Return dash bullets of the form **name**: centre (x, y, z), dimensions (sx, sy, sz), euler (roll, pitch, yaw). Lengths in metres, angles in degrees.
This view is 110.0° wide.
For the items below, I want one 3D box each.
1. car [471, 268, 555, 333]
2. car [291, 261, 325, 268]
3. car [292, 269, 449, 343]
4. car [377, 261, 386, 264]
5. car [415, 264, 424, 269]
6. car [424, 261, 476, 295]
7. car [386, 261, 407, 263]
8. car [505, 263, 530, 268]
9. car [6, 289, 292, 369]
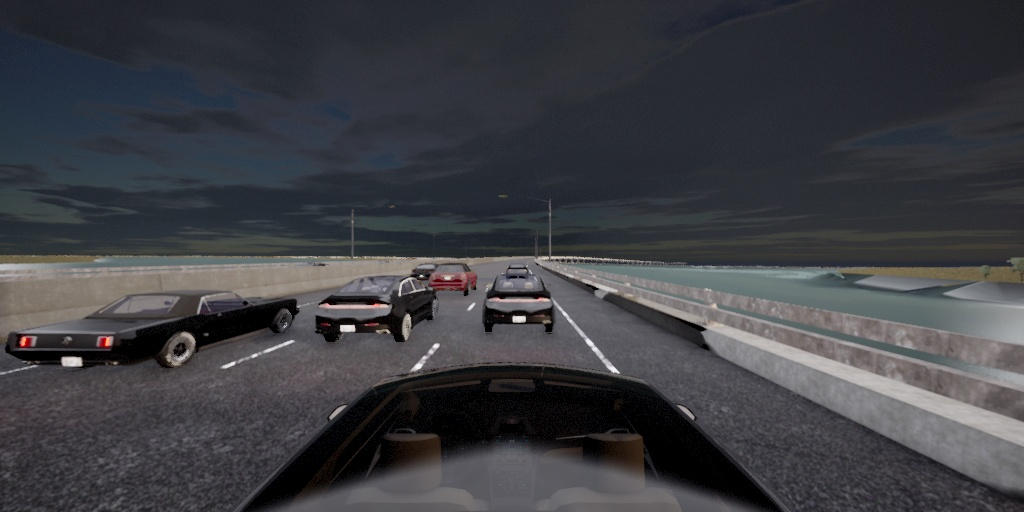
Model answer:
- **car**: centre (0.187, 1.272, 10.854), dimensions (2.128, 1.511, 4.902), euler (0, 0, 0)
- **car**: centre (-23.997, 1.369, 42.288), dimensions (2.128, 1.511, 4.902), euler (0, 0, 1)
- **car**: centre (-3.327, 1.268, 9.731), dimensions (2.128, 1.511, 4.902), euler (0, 0, 1)
- **car**: centre (-20.123, 1.459, 55.617), dimensions (2.033, 1.411, 5.357), euler (0, 0, 2)
- **car**: centre (-6.565, 1.314, 28.736), dimensions (1.882, 1.535, 5.008), euler (0, 0, 1)
- **car**: centre (-3.198, 1.161, 20.290), dimensions (2.097, 1.767, 4.553), euler (0, 0, 1)
- **car**: centre (-16.673, 1.455, 54.132), dimensions (2.033, 1.411, 5.357), euler (0, 0, 2)
- **car**: centre (0.463, 1.333, 30.507), dimensions (2.128, 1.511, 4.902), euler (0, 0, 1)
- **car**: centre (-6.848, 1.371, 7.825), dimensions (1.895, 1.301, 4.718), euler (0, 0, 1)
